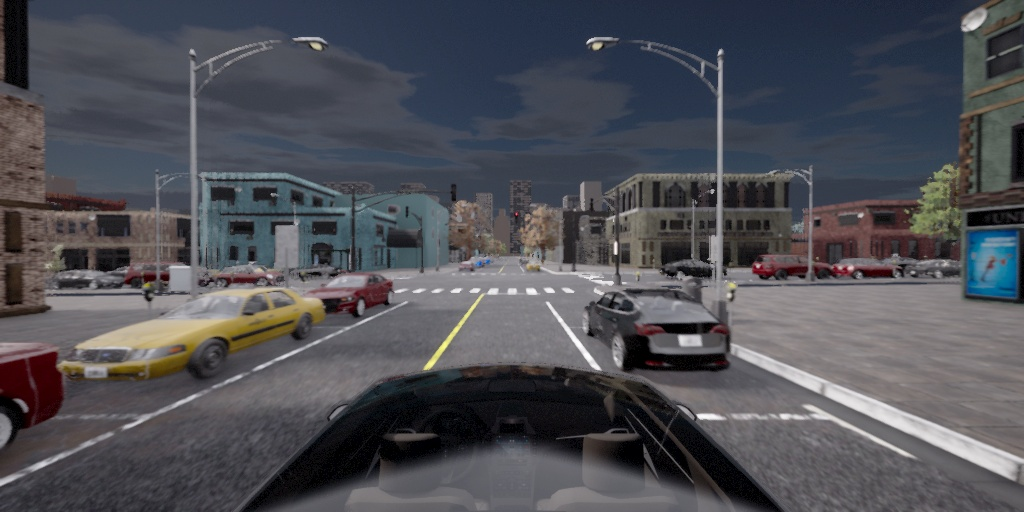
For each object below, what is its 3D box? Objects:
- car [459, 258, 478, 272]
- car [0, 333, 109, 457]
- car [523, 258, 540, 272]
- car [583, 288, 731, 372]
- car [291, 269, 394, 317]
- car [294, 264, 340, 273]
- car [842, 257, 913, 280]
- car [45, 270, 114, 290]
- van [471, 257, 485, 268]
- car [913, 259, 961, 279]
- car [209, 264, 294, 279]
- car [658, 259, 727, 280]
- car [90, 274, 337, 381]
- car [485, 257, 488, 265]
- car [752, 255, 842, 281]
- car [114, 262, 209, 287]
[{"bbox_3d":[-5.691,1.281,45.547,1.802,1.307,4.207,0,0,0],"label":"car"},{"bbox_3d":[-5.687,1.294,1.940,1.888,1.381,4.507,0,0,0],"label":"car"},{"bbox_3d":[2.689,1.225,45.718,1.751,1.417,4.829,0,0,0],"label":"car"},{"bbox_3d":[2.693,1.309,7.485,1.948,1.339,4.313,0,0,0],"label":"car"},{"bbox_3d":[-5.688,1.282,13.028,1.888,1.381,4.507,0,0,0],"label":"car"},{"bbox_3d":[-18.192,1.440,33.359,4.313,1.339,1.948,0,0,-1],"label":"car"},{"bbox_3d":[25.487,0.877,25.763,4.097,1.591,1.967,0,0,-1],"label":"car"},{"bbox_3d":[-29.378,1.641,24.810,4.403,1.370,2.007,0,0,-1],"label":"car"},{"bbox_3d":[-5.692,1.027,56.639,1.690,1.789,3.998,0,0,0],"label":"van"},{"bbox_3d":[31.030,0.921,25.863,4.403,1.370,2.007,0,0,-1],"label":"car"},{"bbox_3d":[-18.072,1.397,25.013,4.097,1.591,1.967,0,0,-1],"label":"car"},{"bbox_3d":[14.203,1.024,28.244,5.008,1.535,1.882,-1,1,-1],"label":"car"},{"bbox_3d":[-5.688,1.268,7.314,1.751,1.417,4.829,0,0,0],"label":"car"},{"bbox_3d":[-5.693,1.224,62.186,1.888,1.381,4.507,0,0,0],"label":"car"},{"bbox_3d":[19.945,0.819,25.664,5.009,1.841,2.192,0,0,-1],"label":"car"},{"bbox_3d":[-23.725,1.339,24.911,5.009,1.841,2.192,0,0,-1],"label":"car"}]
